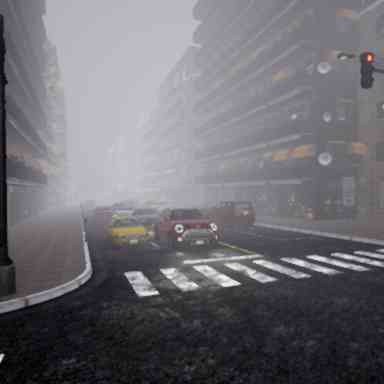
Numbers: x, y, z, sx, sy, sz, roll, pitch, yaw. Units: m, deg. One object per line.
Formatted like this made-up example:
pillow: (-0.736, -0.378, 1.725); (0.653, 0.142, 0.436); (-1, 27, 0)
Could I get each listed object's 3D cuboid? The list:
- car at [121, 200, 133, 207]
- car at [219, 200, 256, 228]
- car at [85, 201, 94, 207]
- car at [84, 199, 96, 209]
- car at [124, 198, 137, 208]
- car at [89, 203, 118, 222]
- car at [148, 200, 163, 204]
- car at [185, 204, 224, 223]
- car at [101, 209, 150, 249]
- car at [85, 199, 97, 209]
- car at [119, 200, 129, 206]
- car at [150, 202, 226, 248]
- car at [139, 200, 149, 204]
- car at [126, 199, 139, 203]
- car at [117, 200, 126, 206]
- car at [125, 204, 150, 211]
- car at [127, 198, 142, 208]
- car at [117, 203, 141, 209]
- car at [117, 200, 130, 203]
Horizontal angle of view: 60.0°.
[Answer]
car: (-15.292, 2.690, 78.070); (1.947, 1.339, 4.313); (-2, 0, -19)
car: (2.816, 1.543, 24.410); (2.192, 1.841, 5.009); (-2, 0, -19)
car: (-24.992, 2.874, 80.708); (1.887, 1.381, 4.507); (-2, 0, -19)
car: (-19.557, 2.612, 64.610); (1.887, 1.381, 4.507); (-2, 0, -19)
car: (-13.489, 2.352, 72.705); (2.192, 1.841, 5.009); (-2, 0, -19)
car: (-8.687, 2.073, 32.412); (1.887, 1.381, 4.507); (-2, 0, -19)
car: (-4.462, 2.066, 47.568); (1.801, 1.575, 5.366); (-1, -1, -19)
car: (1.013, 1.864, 29.775); (1.887, 1.381, 4.507); (-2, 0, -19)
car: (-3.198, 1.776, 16.152); (1.752, 1.417, 4.829); (-2, 0, -19)
car: (-21.377, 2.470, 69.976); (2.192, 1.841, 5.009); (-2, 0, -19)
car: (-17.104, 2.756, 83.436); (1.887, 1.381, 4.507); (-2, 0, -19)
car: (-0.391, 1.548, 15.992); (2.097, 1.767, 4.553); (-1, -1, -19)
car: (-6.668, 2.070, 53.982); (2.097, 1.767, 4.553); (-1, -1, -19)
car: (-10.115, 2.295, 54.782); (1.837, 1.490, 4.892); (-1, -1, -19)
car: (-18.910, 2.863, 88.804); (1.947, 1.339, 4.313); (-2, 0, -19)
car: (-3.429, 1.898, 24.975); (2.033, 1.411, 5.357); (-1, -1, -19)
car: (-11.677, 2.264, 67.338); (2.192, 1.841, 5.009); (-2, 0, -19)
car: (-6.467, 2.104, 33.997); (1.895, 1.301, 4.718); (-1, -1, -19)
car: (-9.643, 2.188, 43.507); (1.812, 1.442, 4.674); (-1, -1, -18)
